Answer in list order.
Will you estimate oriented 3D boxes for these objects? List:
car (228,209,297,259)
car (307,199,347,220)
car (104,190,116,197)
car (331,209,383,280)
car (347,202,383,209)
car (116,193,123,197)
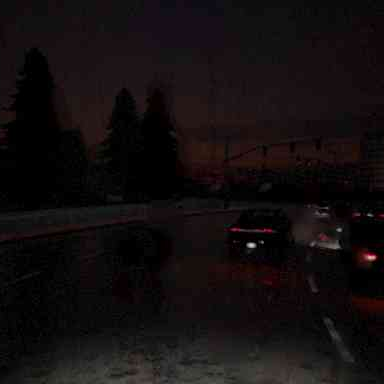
[{"bbox_3d":[2.705,1.367,12.264,2.128,1.511,4.902,0,1,22],"label":"car"},{"bbox_3d":[10.045,1.246,24.029,2.128,1.511,4.902,0,1,43],"label":"car"},{"bbox_3d":[-19.544,0.345,72.790,2.150,2.045,5.566,-1,1,-41],"label":"car"},{"bbox_3d":[5.268,1.451,9.386,2.033,1.411,5.357,0,1,20],"label":"car"},{"bbox_3d":[11.638,1.336,20.675,2.033,1.411,5.357,0,1,41],"label":"car"},{"bbox_3d":[-16.910,0.573,75.098,1.882,1.535,5.008,-1,1,-41],"label":"car"}]
